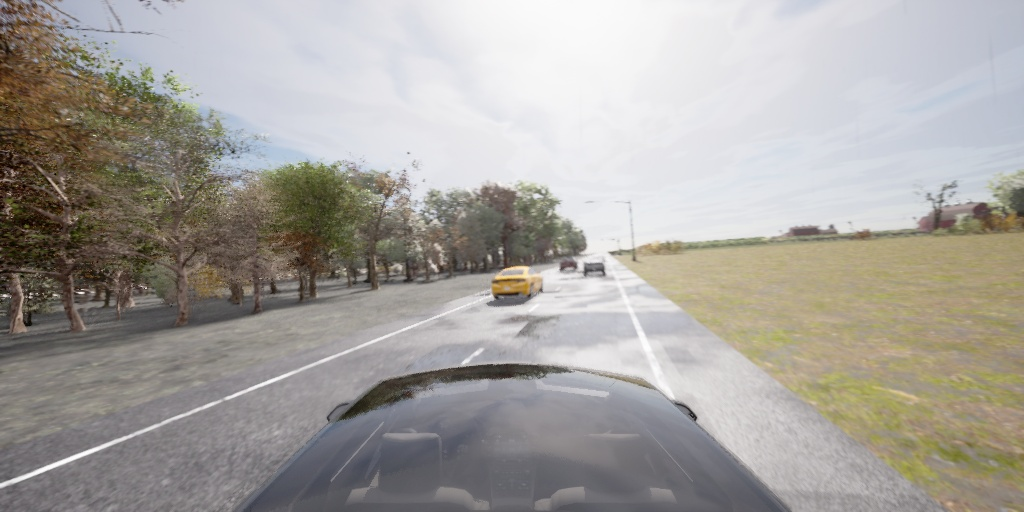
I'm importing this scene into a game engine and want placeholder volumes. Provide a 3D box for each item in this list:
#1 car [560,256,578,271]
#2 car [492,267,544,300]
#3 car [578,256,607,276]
[{"bbox_3d":[7.299,0.854,45.544,2.097,1.767,4.553,-5,0,15],"label":"car"},{"bbox_3d":[0.400,1.323,18.959,1.882,1.535,5.008,-5,0,15],"label":"car"},{"bbox_3d":[7.405,0.890,32.033,2.128,1.511,4.902,-5,0,15],"label":"car"}]
